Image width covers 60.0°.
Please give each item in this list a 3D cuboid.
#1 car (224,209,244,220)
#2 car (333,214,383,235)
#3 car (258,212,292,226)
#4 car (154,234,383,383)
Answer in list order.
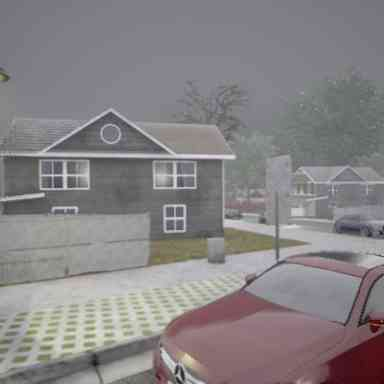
[{"bbox_3d":[5.350,3.034,45.694,2.033,1.411,5.357,-1,-2,-13],"label":"car"},{"bbox_3d":[11.173,2.155,21.704,1.994,1.385,4.181,-1,-2,-14],"label":"car"},{"bbox_3d":[8.265,2.615,33.550,1.994,1.385,4.181,-1,-2,-14],"label":"car"},{"bbox_3d":[1.781,1.554,4.251,4.674,1.442,1.812,1,0,-35],"label":"car"}]
